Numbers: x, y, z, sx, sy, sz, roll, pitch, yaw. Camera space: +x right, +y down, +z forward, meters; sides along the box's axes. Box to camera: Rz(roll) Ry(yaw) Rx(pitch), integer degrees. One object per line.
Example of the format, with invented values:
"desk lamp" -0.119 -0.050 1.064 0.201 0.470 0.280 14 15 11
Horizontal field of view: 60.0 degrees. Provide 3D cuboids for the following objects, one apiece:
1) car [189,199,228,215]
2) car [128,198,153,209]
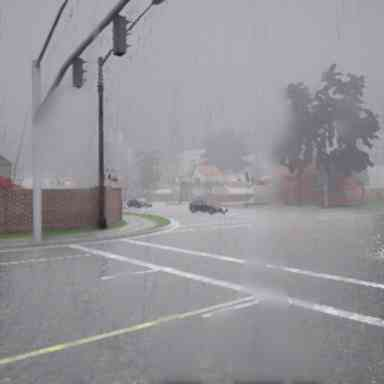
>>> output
"car" 1.633 1.478 33.996 2.128 1.511 4.902 -1 0 -37
"car" -7.213 1.527 45.752 1.812 1.442 4.674 -1 0 -37
